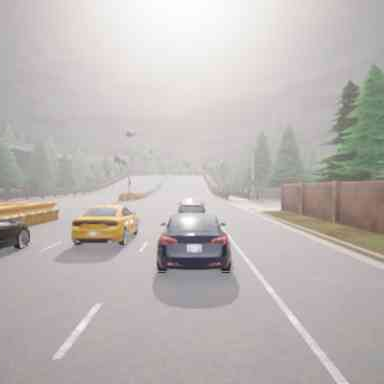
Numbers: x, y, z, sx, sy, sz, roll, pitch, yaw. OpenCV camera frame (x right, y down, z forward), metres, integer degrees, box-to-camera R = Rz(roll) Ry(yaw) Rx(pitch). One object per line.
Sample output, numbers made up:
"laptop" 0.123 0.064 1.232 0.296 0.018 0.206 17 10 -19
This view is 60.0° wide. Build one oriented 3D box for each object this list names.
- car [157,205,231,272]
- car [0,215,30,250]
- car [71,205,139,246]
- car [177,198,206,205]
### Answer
"car" 0.043 1.352 10.248 2.163 1.488 4.792 0 1 0
"car" -6.958 1.338 10.485 2.128 1.511 4.902 0 1 0
"car" -3.479 1.271 14.086 1.882 1.535 5.008 0 1 0
"car" -0.029 1.153 23.037 2.128 1.511 4.902 0 1 0
